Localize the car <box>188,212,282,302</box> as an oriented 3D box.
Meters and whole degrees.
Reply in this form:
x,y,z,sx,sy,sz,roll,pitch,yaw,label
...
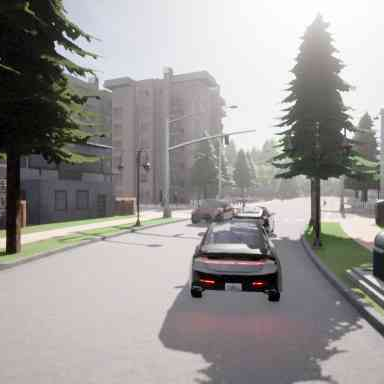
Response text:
x,y,z,sx,sy,sz,roll,pitch,yaw,label
1.111,1.492,8.367,2.128,1.511,4.902,0,0,9,car

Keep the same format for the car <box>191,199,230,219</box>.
x,y,z,sx,sy,sz,roll,pitch,yaw,label
1.588,1.350,24.045,2.097,1.767,4.553,0,0,22,car

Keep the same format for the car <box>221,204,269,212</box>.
x,y,z,sx,sy,sz,roll,pitch,yaw,label
3.242,1.491,17.473,2.128,1.511,4.902,0,0,18,car
